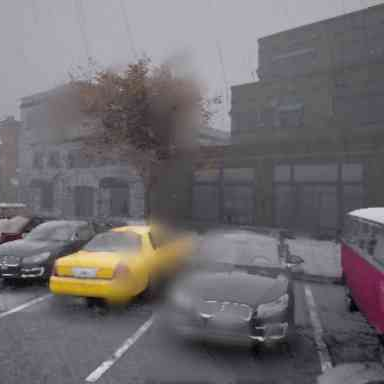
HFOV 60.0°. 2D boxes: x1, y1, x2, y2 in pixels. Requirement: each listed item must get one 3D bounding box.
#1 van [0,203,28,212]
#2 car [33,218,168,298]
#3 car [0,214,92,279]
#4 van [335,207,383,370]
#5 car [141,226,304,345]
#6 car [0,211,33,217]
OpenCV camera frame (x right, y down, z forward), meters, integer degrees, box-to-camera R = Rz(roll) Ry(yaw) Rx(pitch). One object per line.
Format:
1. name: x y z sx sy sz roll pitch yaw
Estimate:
1. van: -8.472 1.460 13.597 1.878 1.987 4.442 -2 -2 15
2. car: -1.292 1.502 8.581 1.946 1.575 5.366 -1 -1 15
3. car: -3.716 1.543 10.099 2.231 1.521 4.892 -1 -1 15
4. van: 3.461 1.257 5.123 1.878 1.987 4.442 0 -1 15
5. car: 1.052 1.483 6.711 2.231 1.521 4.892 0 -1 15
6. car: -6.103 1.602 11.792 2.097 1.535 5.008 -1 -2 15
